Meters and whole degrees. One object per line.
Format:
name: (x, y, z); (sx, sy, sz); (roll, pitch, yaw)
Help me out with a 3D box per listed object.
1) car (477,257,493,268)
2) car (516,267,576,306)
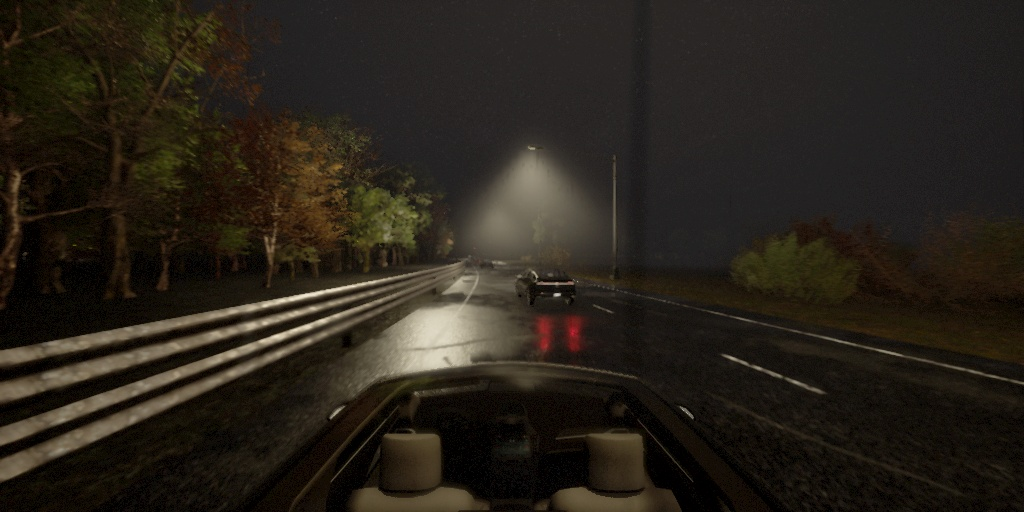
car: (-3.981, 1.174, 55.499); (1.994, 1.385, 4.181); (0, 0, -8)
car: (1.342, 1.219, 15.569); (2.128, 1.511, 4.902); (0, 0, -8)
